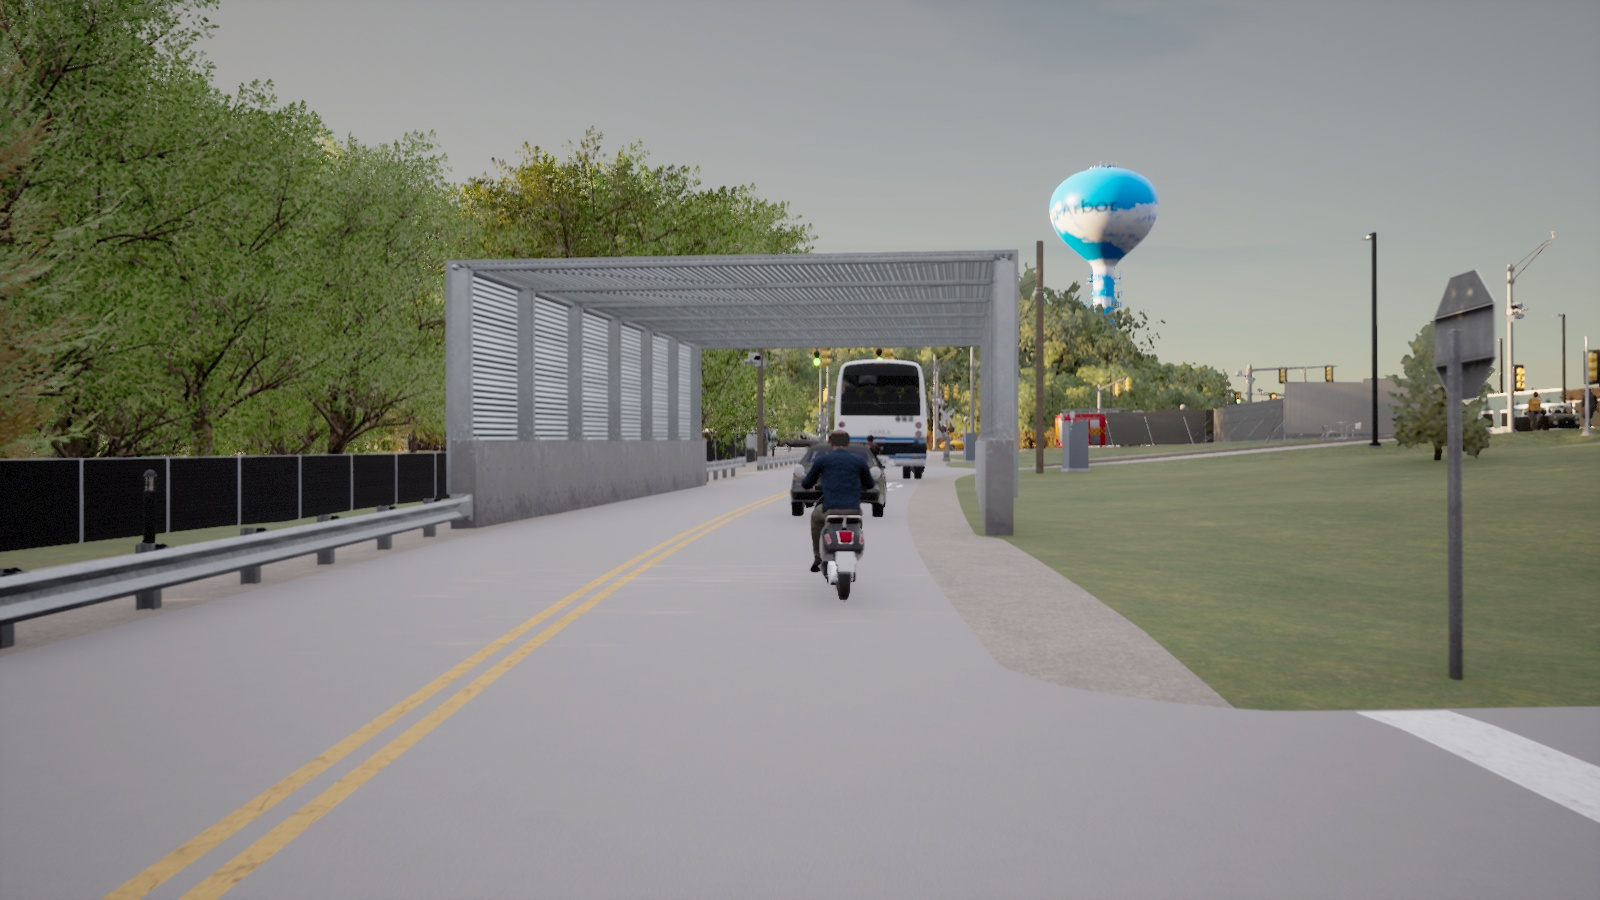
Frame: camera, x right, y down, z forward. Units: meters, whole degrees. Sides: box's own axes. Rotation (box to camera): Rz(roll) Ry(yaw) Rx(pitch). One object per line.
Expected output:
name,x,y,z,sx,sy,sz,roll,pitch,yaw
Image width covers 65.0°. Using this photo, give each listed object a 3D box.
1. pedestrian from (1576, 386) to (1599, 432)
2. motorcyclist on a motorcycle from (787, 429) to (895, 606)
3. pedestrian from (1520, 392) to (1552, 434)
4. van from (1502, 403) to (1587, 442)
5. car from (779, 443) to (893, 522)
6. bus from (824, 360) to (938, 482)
pedestrian,34.317,-1.759,54.561,0.659,1.952,0.873,0,-1,3
motorcyclist on a motorcycle,0.361,0.604,12.254,0.866,1.590,1.817,1,0,-3
pedestrian,33.485,-1.689,57.122,0.874,1.855,0.900,0,-1,-8
van,41.806,-1.514,70.650,2.069,2.038,4.480,0,-1,-1
car,0.857,0.579,25.735,2.033,1.411,5.357,0,1,5
bus,3.290,-1.062,49.126,3.944,4.253,10.273,1,1,5
